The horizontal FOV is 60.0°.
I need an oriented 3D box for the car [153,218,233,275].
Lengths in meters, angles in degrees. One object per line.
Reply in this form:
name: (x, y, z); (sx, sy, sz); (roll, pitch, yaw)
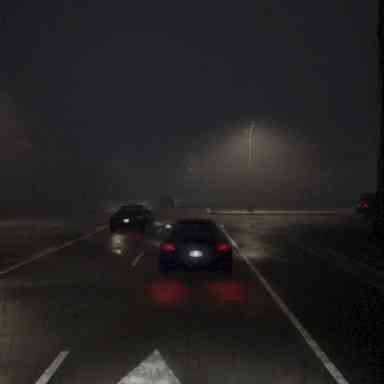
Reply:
car: (0.103, 1.493, 10.266); (1.994, 1.385, 4.181); (0, 0, 0)

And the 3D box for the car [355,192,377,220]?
car: (14.642, 1.054, 23.625); (5.566, 2.045, 2.150); (0, 1, 5)

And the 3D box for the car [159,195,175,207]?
car: (-3.401, 1.179, 45.226); (1.837, 1.490, 4.892); (0, 0, 0)

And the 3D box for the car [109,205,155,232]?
car: (-3.338, 1.428, 19.184); (1.994, 1.385, 4.181); (0, 0, 1)
